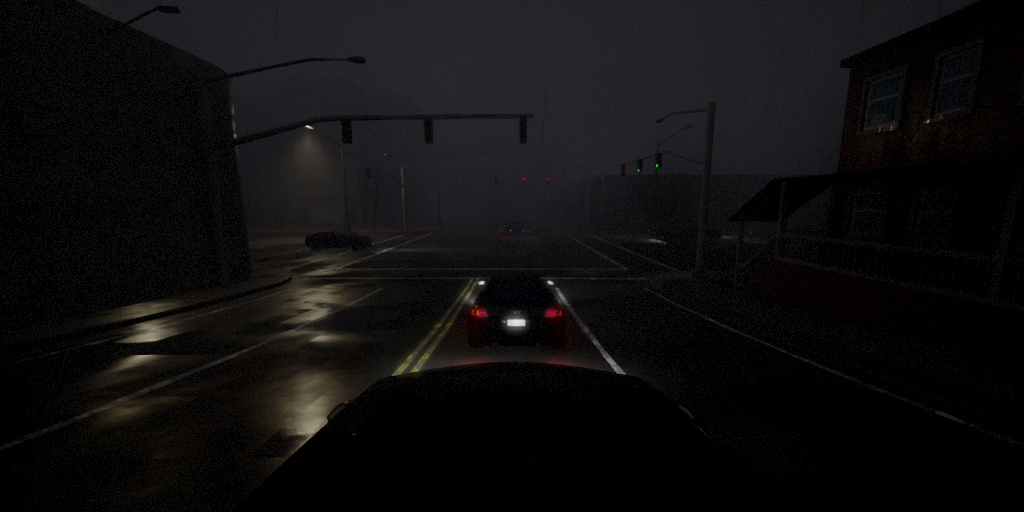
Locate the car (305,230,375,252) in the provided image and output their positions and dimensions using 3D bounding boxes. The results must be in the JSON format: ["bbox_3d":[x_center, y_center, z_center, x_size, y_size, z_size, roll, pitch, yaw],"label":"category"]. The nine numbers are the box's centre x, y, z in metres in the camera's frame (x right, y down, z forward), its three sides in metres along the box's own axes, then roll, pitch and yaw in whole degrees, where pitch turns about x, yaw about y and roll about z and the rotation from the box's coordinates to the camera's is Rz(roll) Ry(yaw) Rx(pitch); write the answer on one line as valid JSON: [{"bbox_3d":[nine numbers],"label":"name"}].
[{"bbox_3d":[-12.896,-1.194,26.924,4.902,1.511,2.128,0,8,0],"label":"car"}]

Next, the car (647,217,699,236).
[{"bbox_3d":[17.002,-3.005,37.259,5.566,2.045,2.150,0,8,0],"label":"car"}]

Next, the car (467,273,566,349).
[{"bbox_3d":[0.099,1.092,8.671,1.994,1.385,4.181,0,3,0],"label":"car"}]

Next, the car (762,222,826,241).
[{"bbox_3d":[26.964,-2.237,33.759,5.008,1.535,1.882,0,8,0],"label":"car"}]

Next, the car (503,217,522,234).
[{"bbox_3d":[0.059,-3.491,42.583,1.837,1.490,4.892,1,8,5],"label":"car"}]

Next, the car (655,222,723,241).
[{"bbox_3d":[16.867,-2.173,33.846,5.357,1.411,2.033,0,8,0],"label":"car"}]

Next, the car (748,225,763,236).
[{"bbox_3d":[27.248,-2.732,37.220,4.902,1.511,2.128,0,8,1],"label":"car"}]
